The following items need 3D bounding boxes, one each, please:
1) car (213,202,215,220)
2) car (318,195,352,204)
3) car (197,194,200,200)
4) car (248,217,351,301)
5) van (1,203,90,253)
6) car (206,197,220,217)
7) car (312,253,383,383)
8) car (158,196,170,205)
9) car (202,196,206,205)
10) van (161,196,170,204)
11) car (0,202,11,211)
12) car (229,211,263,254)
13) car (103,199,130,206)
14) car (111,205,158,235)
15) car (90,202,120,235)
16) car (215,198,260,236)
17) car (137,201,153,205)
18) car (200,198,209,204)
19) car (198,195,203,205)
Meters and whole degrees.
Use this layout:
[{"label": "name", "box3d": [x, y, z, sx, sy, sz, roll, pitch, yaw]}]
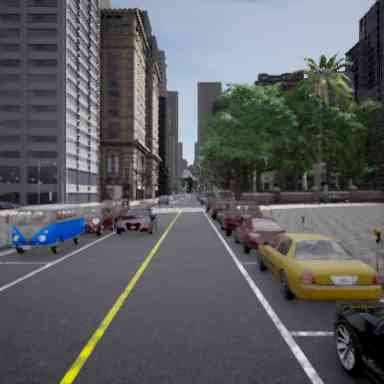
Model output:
[{"label": "car", "box3d": [2.759, 1.670, 24.810, 1.752, 1.417, 4.829, 0, 0, 0]}, {"label": "car", "box3d": [22.804, 1.188, 53.008, 5.008, 1.535, 1.882, -1, 0, 0]}, {"label": "car", "box3d": [2.753, 1.834, 78.499, 1.967, 1.590, 4.097, 0, 0, 0]}, {"label": "car", "box3d": [2.762, 1.575, 8.350, 1.752, 1.417, 4.829, 0, 0, 0]}, {"label": "van", "box3d": [-5.764, 1.421, 13.679, 1.690, 1.788, 3.998, 0, 0, 0]}, {"label": "car", "box3d": [2.759, 1.490, 30.127, 2.192, 1.841, 5.009, 0, 0, 0]}, {"label": "car", "box3d": [2.762, 1.582, 2.693, 1.947, 1.339, 4.313, 0, 0, 0]}, {"label": "car", "box3d": [-5.770, 1.666, 67.678, 2.192, 1.841, 5.009, 0, 0, 0]}, {"label": "car", "box3d": [2.758, 1.548, 41.101, 2.192, 1.841, 5.009, 0, 0, 0]}, {"label": "van", "box3d": [-5.771, 1.714, 73.098, 1.690, 1.788, 3.998, 0, 0, 0]}, {"label": "car", "box3d": [-29.703, 2.337, 53.243, 4.674, 1.442, 1.812, -1, 0, 0]}, {"label": "car", "box3d": [2.761, 1.662, 13.666, 1.802, 1.307, 4.206, 0, 0, 0]}, {"label": "car", "box3d": [-5.766, 1.459, 24.654, 2.192, 1.841, 5.009, 0, 0, 0]}, {"label": "car", "box3d": [-3.102, 1.678, 19.485, 1.994, 1.385, 4.181, 0, 0, 0]}, {"label": "car", "box3d": [-5.765, 1.552, 19.166, 1.967, 1.590, 4.097, 0, 0, 0]}, {"label": "car", "box3d": [2.760, 1.427, 19.154, 2.192, 1.841, 5.009, 0, 0, 0]}, {"label": "car", "box3d": [-5.768, 1.799, 41.117, 1.947, 1.339, 4.313, 0, 0, 0]}, {"label": "car", "box3d": [2.754, 1.955, 73.078, 1.802, 1.307, 4.206, 0, 0, 0]}, {"label": "car", "box3d": [2.754, 1.917, 67.658, 1.947, 1.339, 4.313, 0, 0, 0]}]
